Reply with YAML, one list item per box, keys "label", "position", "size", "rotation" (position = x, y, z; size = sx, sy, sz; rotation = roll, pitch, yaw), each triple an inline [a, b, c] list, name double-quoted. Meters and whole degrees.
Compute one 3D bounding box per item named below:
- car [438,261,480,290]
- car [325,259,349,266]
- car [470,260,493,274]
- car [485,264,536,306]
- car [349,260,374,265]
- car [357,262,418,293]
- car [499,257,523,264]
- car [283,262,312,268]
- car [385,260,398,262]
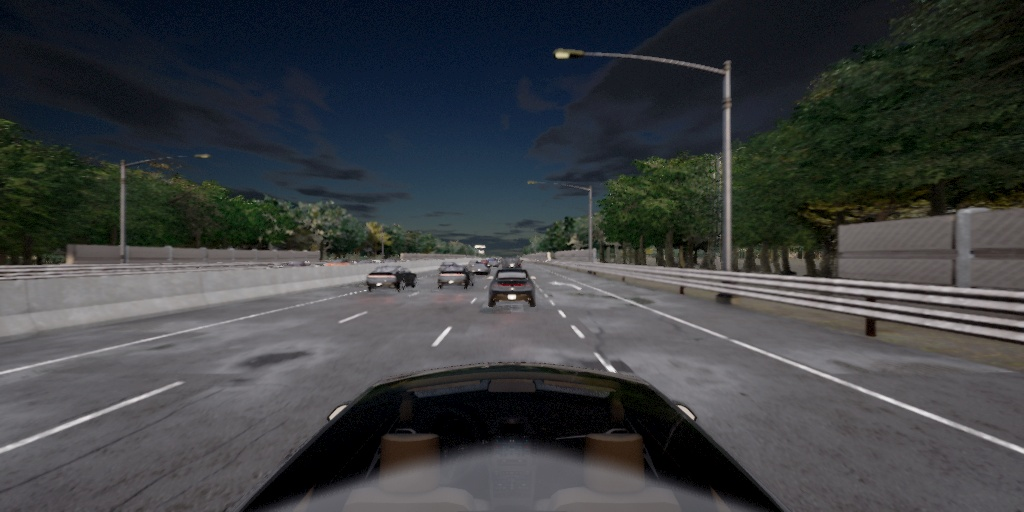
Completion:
- label: "car"
  position: [-3.497, 1.308, 23.096]
  size: [2.128, 1.511, 4.902]
  rotation: [0, 0, 0]
- label: "car"
  position: [-24.539, 1.260, 50.672]
  size: [2.097, 1.767, 4.553]
  rotation: [0, 0, 1]
- label: "car"
  position: [-3.493, 1.444, 40.169]
  size: [1.994, 1.385, 4.181]
  rotation: [0, 0, 0]
- label: "car"
  position: [0.002, 1.294, 15.896]
  size: [1.837, 1.490, 4.892]
  rotation: [0, 0, 0]
- label: "car"
  position: [-21.028, 1.403, 51.817]
  size: [2.128, 1.511, 4.902]
  rotation: [0, 0, 1]
- label: "car"
  position: [-6.996, 1.300, 21.297]
  size: [2.128, 1.511, 4.902]
  rotation: [0, 0, 0]
- label: "car"
  position: [0.006, 1.103, 40.241]
  size: [2.150, 2.045, 5.566]
  rotation: [0, 0, 0]
- label: "car"
  position: [-28.050, 1.463, 47.024]
  size: [1.994, 1.385, 4.181]
  rotation: [0, 0, 0]
- label: "car"
  position: [-17.532, 1.402, 51.897]
  size: [2.128, 1.511, 4.902]
  rotation: [0, 0, 1]
